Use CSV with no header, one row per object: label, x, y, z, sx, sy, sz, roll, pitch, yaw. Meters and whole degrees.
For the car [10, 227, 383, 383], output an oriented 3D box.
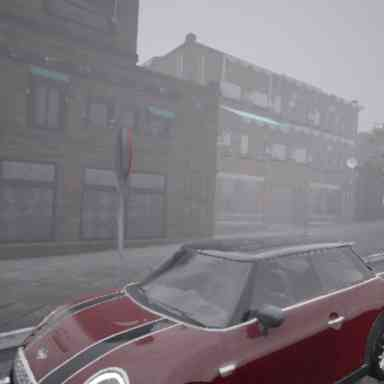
car,0.453,1.371,3.888,4.553,1.767,2.097,0,0,-36
